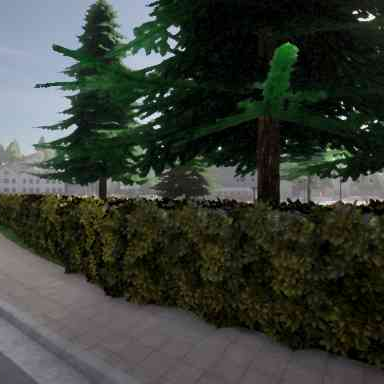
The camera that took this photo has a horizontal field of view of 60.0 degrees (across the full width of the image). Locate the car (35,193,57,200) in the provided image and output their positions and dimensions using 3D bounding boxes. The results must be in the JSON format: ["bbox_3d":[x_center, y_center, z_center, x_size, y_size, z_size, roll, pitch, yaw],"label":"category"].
[{"bbox_3d":[-36.273,1.097,82.782,4.605,1.855,1.932,0,0,-36],"label":"car"}]

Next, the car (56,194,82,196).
[{"bbox_3d":[-23.826,1.320,64.084,3.633,1.501,1.845,0,0,-36],"label":"car"}]

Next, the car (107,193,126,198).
[{"bbox_3d":[-20.307,1.154,90.342,5.027,1.636,2.152,0,0,-36],"label":"car"}]

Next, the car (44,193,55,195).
[{"bbox_3d":[-29.605,1.298,72.236,4.514,1.523,2.007,0,0,-36],"label":"car"}]

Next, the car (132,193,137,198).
[{"bbox_3d":[-10.838,1.097,77.812,4.605,1.855,1.932,0,0,-36],"label":"car"}]

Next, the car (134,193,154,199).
[{"bbox_3d":[-7.908,1.384,60.724,3.806,1.475,1.970,0,0,-36],"label":"car"}]
